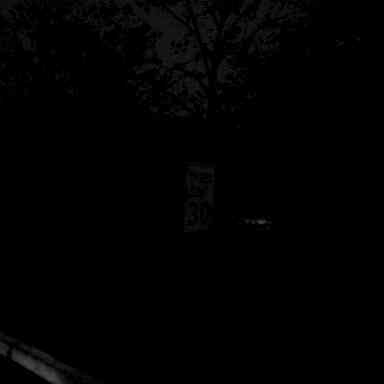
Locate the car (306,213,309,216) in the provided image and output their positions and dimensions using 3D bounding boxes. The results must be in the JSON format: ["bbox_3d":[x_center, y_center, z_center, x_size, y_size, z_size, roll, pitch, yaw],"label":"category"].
[{"bbox_3d":[10.541,1.712,34.288,5.566,2.045,2.150,1,3,-41],"label":"car"}]
